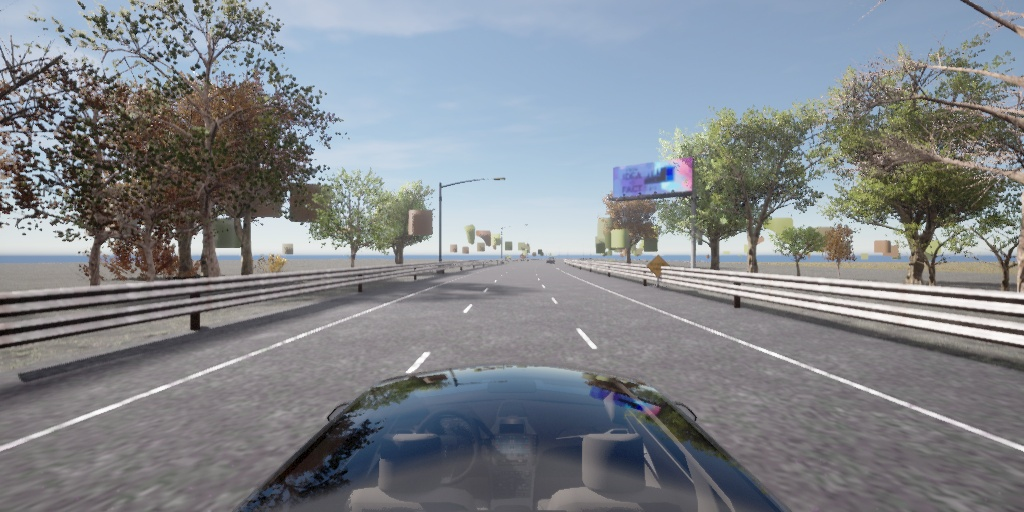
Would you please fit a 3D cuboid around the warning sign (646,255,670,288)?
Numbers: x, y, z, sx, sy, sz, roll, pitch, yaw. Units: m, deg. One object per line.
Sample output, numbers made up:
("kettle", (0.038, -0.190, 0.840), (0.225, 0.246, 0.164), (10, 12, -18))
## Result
("warning sign", (8.279, 0.855, 20.356), (1.300, 1.860, 1.060), (0, 0, 1))
